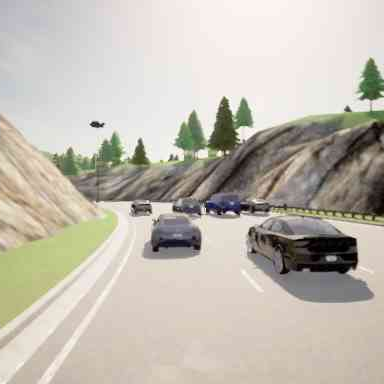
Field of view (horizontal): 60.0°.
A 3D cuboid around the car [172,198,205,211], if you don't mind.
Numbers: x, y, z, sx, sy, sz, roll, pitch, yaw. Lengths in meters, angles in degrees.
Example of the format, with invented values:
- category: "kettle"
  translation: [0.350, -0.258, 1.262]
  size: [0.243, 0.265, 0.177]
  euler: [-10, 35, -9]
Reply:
- category: "car"
  translation: [-0.602, 1.380, 32.212]
  size: [2.097, 1.767, 4.553]
  euler: [-1, 0, -15]

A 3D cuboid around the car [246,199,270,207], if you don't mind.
- category: "car"
  translation: [6.194, 1.449, 33.958]
  size: [2.128, 1.511, 4.902]
  euler: [0, 0, -15]

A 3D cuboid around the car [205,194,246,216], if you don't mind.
- category: "car"
  translation: [2.940, 1.213, 32.821]
  size: [2.150, 2.045, 5.566]
  euler: [0, 0, -15]

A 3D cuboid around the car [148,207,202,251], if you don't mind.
- category: "car"
  translation: [-0.782, 1.582, 14.353]
  size: [1.994, 1.385, 4.181]
  euler: [-1, 0, -7]

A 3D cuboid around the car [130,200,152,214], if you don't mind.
- category: "car"
  translation: [-5.566, 1.575, 36.147]
  size: [2.128, 1.511, 4.902]
  euler: [0, 0, -17]

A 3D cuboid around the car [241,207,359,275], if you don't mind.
- category: "car"
  translation: [3.138, 1.452, 10.475]
  size: [1.882, 1.535, 5.008]
  euler: [0, 0, -5]
